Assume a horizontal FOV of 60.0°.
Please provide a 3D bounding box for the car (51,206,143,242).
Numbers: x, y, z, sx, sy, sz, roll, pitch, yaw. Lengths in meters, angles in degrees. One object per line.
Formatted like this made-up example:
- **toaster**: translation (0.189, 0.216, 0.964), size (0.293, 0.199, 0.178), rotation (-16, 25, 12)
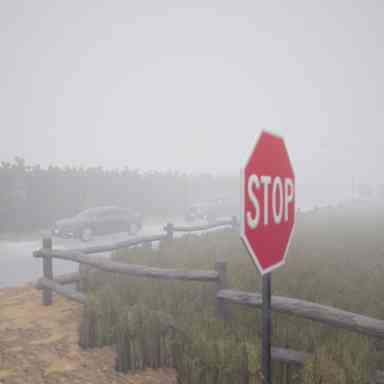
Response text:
- **car**: translation (-4.554, 1.504, 16.614), size (1.837, 1.490, 4.892), rotation (0, 0, 36)

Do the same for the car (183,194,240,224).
- **car**: translation (1.621, 1.210, 25.233), size (2.150, 2.045, 5.566), rotation (0, 0, 36)

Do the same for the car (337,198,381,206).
- **car**: translation (20.236, 1.394, 40.247), size (4.718, 1.301, 1.895), rotation (-1, 1, 1)
